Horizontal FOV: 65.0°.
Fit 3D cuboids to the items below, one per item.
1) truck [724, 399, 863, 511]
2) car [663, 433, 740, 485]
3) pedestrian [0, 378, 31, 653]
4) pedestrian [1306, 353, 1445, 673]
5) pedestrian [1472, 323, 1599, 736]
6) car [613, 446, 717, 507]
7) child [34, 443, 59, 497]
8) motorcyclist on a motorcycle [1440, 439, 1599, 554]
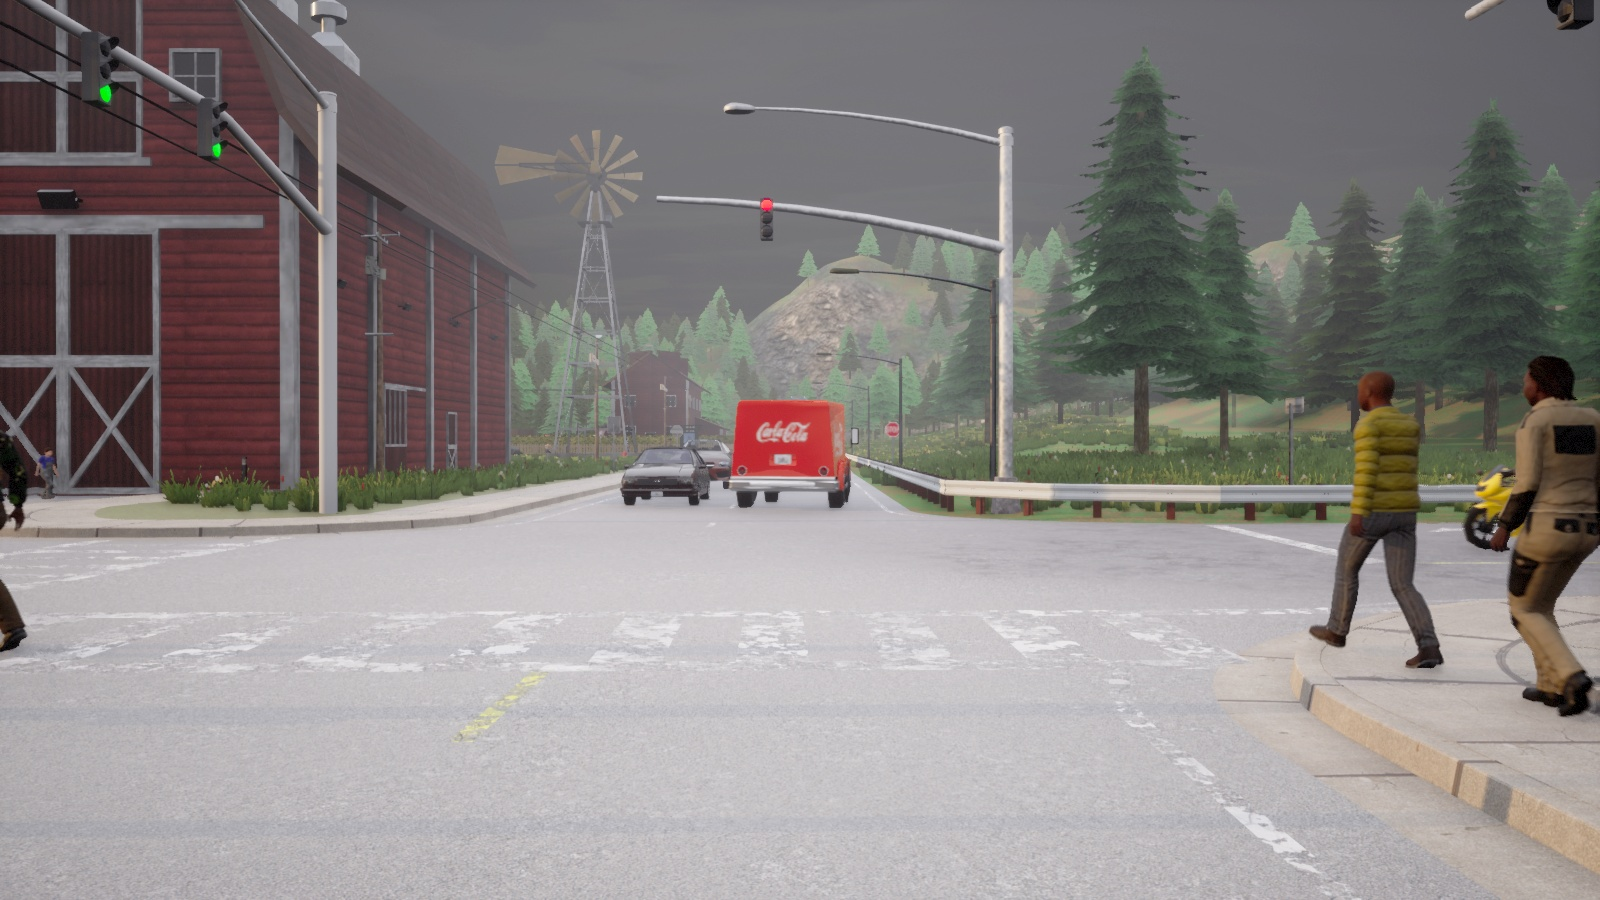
[{"bbox_3d":[-0.025,0.088,30.333,2.627,2.467,5.204,0,0,8],"label":"truck"},{"bbox_3d":[-3.251,0.283,42.350,2.152,1.651,5.027,0,0,0],"label":"car"},{"bbox_3d":[-5.915,0.461,8.978,0.692,1.930,0.395,0,0,25],"label":"pedestrian"},{"bbox_3d":[3.475,0.361,7.618,0.370,1.835,0.726,0,0,-18],"label":"pedestrian"},{"bbox_3d":[3.763,0.370,6.241,0.396,1.930,0.692,0,0,-11],"label":"pedestrian"},{"bbox_3d":[-3.308,0.611,31.870,2.033,1.411,5.357,0,0,0],"label":"car"},{"bbox_3d":[-17.574,0.464,29.302,0.437,1.263,0.270,0,0,13],"label":"child"},{"bbox_3d":[9.908,0.614,17.024,2.044,1.523,0.797,0,0,-1],"label":"motorcyclist on a motorcycle"}]
